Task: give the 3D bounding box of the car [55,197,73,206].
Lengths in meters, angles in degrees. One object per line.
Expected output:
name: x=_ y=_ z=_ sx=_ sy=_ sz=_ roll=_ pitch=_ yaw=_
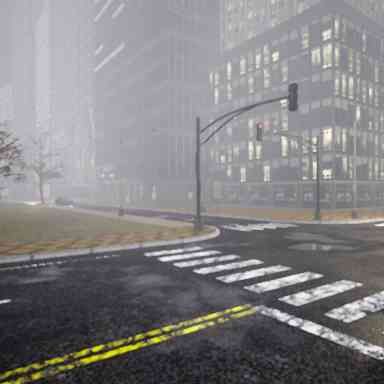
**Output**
car: x=-21.096 y=1.489 z=54.715 sx=2.033 sy=1.411 sz=5.357 roll=0 pitch=0 yaw=-35
